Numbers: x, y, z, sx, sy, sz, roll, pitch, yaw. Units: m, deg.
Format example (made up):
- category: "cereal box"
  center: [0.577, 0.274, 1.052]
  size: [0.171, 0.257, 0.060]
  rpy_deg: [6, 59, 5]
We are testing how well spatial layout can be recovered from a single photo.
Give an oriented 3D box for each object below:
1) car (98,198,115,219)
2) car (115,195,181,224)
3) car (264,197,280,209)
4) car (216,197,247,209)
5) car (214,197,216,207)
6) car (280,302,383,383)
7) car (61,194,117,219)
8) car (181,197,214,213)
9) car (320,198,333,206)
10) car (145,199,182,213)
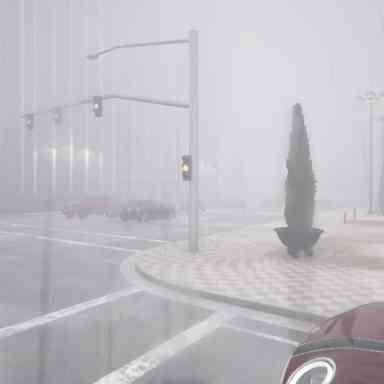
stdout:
- category: "car"
  center: [-5.303, 1.491, 28.933]
  size: [2.128, 1.511, 4.902]
  rpy_deg: [0, 0, 35]
- category: "car"
  center: [-3.269, 1.352, 25.376]
  size: [2.097, 1.767, 4.553]
  rpy_deg: [0, 0, 35]
- category: "car"
  center: [11.728, 1.505, 46.899]
  size: [1.837, 1.490, 4.892]
  rpy_deg: [0, 0, 35]
- category: "car"
  center: [5.721, 1.491, 44.722]
  size: [2.128, 1.511, 4.902]
  rpy_deg: [0, 0, 35]
- category: "car"
  center: [2.638, 1.478, 46.422]
  size: [1.882, 1.535, 5.008]
  rpy_deg: [0, 0, 35]
- category: "car"
  center: [2.830, 1.352, 1.952]
  size: [4.553, 1.767, 2.097]
  rpy_deg: [0, 0, 36]
- category: "car"
  center: [-8.898, 1.221, 29.884]
  size: [2.150, 2.045, 5.566]
  rpy_deg: [0, 0, 35]
- category: "car"
  center: [-0.092, 1.491, 36.405]
  size: [2.128, 1.511, 4.902]
  rpy_deg: [0, 0, 35]
- category: "car"
  center: [22.627, 1.601, 56.418]
  size: [1.895, 1.301, 4.718]
  rpy_deg: [0, 0, 34]
- category: "car"
  center: [-3.193, 1.564, 38.070]
  size: [1.994, 1.385, 4.181]
  rpy_deg: [0, 0, 35]
